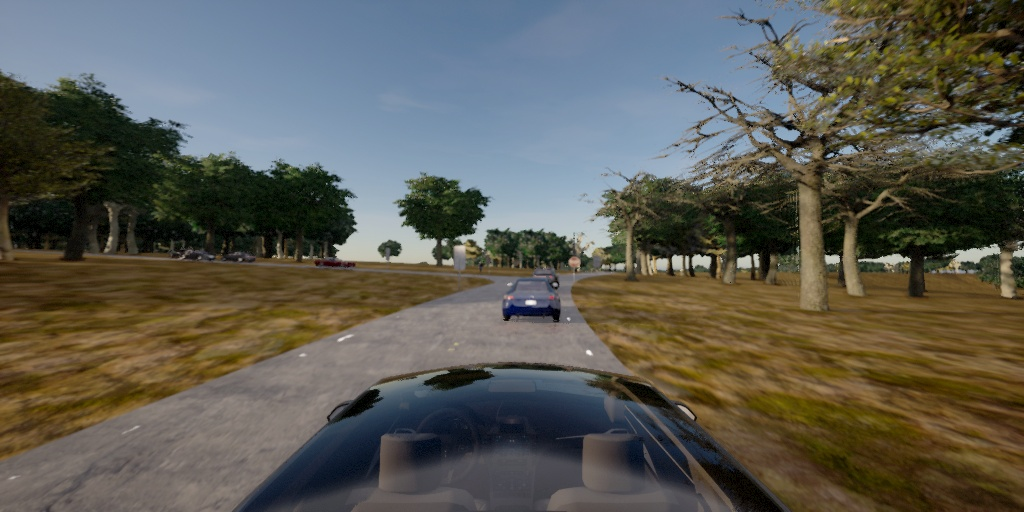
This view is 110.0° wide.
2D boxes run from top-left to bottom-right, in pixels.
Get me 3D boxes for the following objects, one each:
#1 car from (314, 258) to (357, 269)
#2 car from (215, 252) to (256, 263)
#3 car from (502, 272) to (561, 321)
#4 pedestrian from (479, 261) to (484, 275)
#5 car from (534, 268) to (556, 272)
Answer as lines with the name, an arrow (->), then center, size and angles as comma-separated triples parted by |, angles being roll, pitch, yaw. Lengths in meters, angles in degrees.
car -> -21.663, 0.904, 44.097 | 4.718, 1.301, 1.895 | 3, -2, 13
car -> -39.169, 0.170, 51.377 | 4.902, 1.511, 2.128 | 2, -2, 13
car -> 0.765, 1.486, 13.425 | 1.994, 1.385, 4.181 | 0, -1, 5
pedestrian -> -4.020, 1.499, 46.543 | 0.375, 1.860, 0.375 | 0, -5, 13
car -> 2.393, 1.599, 25.768 | 2.128, 1.511, 4.902 | 0, -1, 10
